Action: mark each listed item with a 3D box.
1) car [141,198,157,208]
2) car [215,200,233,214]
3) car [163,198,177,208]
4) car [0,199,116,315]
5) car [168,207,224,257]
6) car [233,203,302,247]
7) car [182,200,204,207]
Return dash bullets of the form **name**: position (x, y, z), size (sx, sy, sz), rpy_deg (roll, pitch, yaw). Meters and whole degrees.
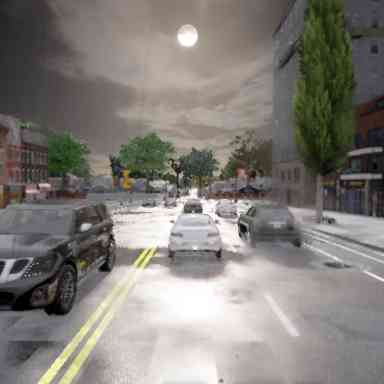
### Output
- **car**: position (-6.555, 1.683, 51.496), size (1.994, 1.385, 4.181), rpy_deg (0, 0, 0)
- **car**: position (3.355, 1.563, 33.429), size (1.812, 1.442, 4.674), rpy_deg (0, 0, 0)
- **car**: position (-3.303, 1.611, 51.699), size (2.128, 1.511, 4.902), rpy_deg (0, 0, 0)
- **car**: position (-3.346, 1.221, 7.884), size (2.150, 2.045, 5.566), rpy_deg (0, 0, 0)
- **car**: position (0.101, 1.526, 12.865), size (1.812, 1.442, 4.674), rpy_deg (0, 0, 0)
- **car**: position (3.352, 1.354, 15.183), size (2.097, 1.767, 4.553), rpy_deg (0, 0, 0)
- **car**: position (0.106, 1.540, 32.574), size (1.837, 1.490, 4.892), rpy_deg (0, 0, 0)
